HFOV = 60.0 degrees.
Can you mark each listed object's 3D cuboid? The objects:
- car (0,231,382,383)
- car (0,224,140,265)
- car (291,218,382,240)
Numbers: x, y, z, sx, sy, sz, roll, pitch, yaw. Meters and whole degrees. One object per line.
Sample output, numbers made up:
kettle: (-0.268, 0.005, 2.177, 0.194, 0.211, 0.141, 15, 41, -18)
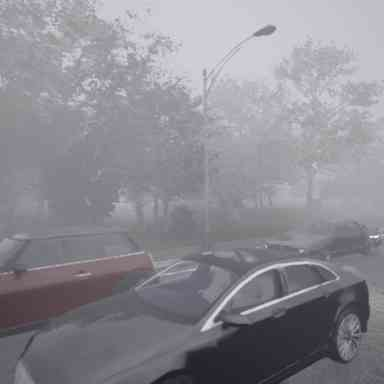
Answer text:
car: (0.453, 1.568, 4.331, 4.902, 1.511, 2.128, 0, -1, -37)
car: (-2.903, 1.515, 6.181, 4.553, 1.767, 2.097, 0, -1, -37)
car: (4.897, 1.687, 12.086, 5.357, 1.411, 2.033, 0, -1, -37)
